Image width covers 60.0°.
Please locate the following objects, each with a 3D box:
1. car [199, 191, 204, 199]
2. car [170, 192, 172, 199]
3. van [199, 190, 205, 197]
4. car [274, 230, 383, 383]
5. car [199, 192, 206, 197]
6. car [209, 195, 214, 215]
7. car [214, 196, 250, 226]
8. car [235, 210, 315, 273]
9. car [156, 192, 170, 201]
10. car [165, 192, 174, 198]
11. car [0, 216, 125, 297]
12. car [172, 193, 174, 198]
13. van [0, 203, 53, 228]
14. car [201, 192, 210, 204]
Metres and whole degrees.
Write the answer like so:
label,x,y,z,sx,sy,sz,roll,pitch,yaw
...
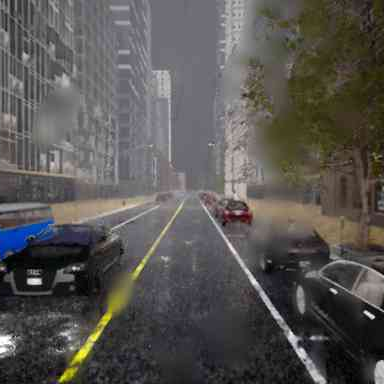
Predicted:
label,x,y,z,sx,sy,sz,roll,pitch,yaw
car,2.759,0.962,67.068,1.947,1.339,4.313,0,1,0
car,-5.621,0.978,67.085,1.802,1.307,4.206,0,1,0
van,2.789,0.447,95.527,1.690,1.788,3.998,0,1,0
car,2.695,1.515,4.454,2.008,1.369,4.403,0,0,0
car,2.783,0.731,89.836,1.947,1.339,4.313,0,1,0
car,2.718,1.209,27.222,1.967,1.590,4.097,0,1,0
car,2.713,1.259,21.530,1.967,1.590,4.097,0,1,0
car,2.701,1.468,10.146,2.008,1.369,4.403,0,0,0
car,-5.627,0.997,61.391,1.887,1.381,4.507,0,1,0
car,-5.604,0.790,84.161,1.947,1.339,4.313,0,1,0
car,-2.992,1.496,8.304,1.994,1.385,4.181,0,0,0
car,-5.610,0.826,78.468,1.887,1.381,4.507,0,1,0
van,-5.679,1.258,10.157,1.690,1.788,3.998,0,0,0
car,2.742,1.107,49.992,1.887,1.381,4.507,0,1,0
